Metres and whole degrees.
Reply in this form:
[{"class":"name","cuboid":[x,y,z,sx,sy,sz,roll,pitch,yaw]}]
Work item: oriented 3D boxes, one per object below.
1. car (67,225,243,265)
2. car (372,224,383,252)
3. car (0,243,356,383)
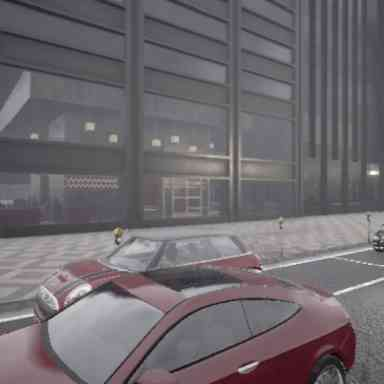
[{"class":"car","cuboid":[-0.617,1.445,6.094,4.097,1.590,1.967,0,0,-36]},{"class":"car","cuboid":[8.561,1.571,12.650,4.403,1.369,2.008,0,0,-36]},{"class":"car","cuboid":[-0.285,1.528,3.129,4.674,1.442,1.812,0,0,-35]}]
